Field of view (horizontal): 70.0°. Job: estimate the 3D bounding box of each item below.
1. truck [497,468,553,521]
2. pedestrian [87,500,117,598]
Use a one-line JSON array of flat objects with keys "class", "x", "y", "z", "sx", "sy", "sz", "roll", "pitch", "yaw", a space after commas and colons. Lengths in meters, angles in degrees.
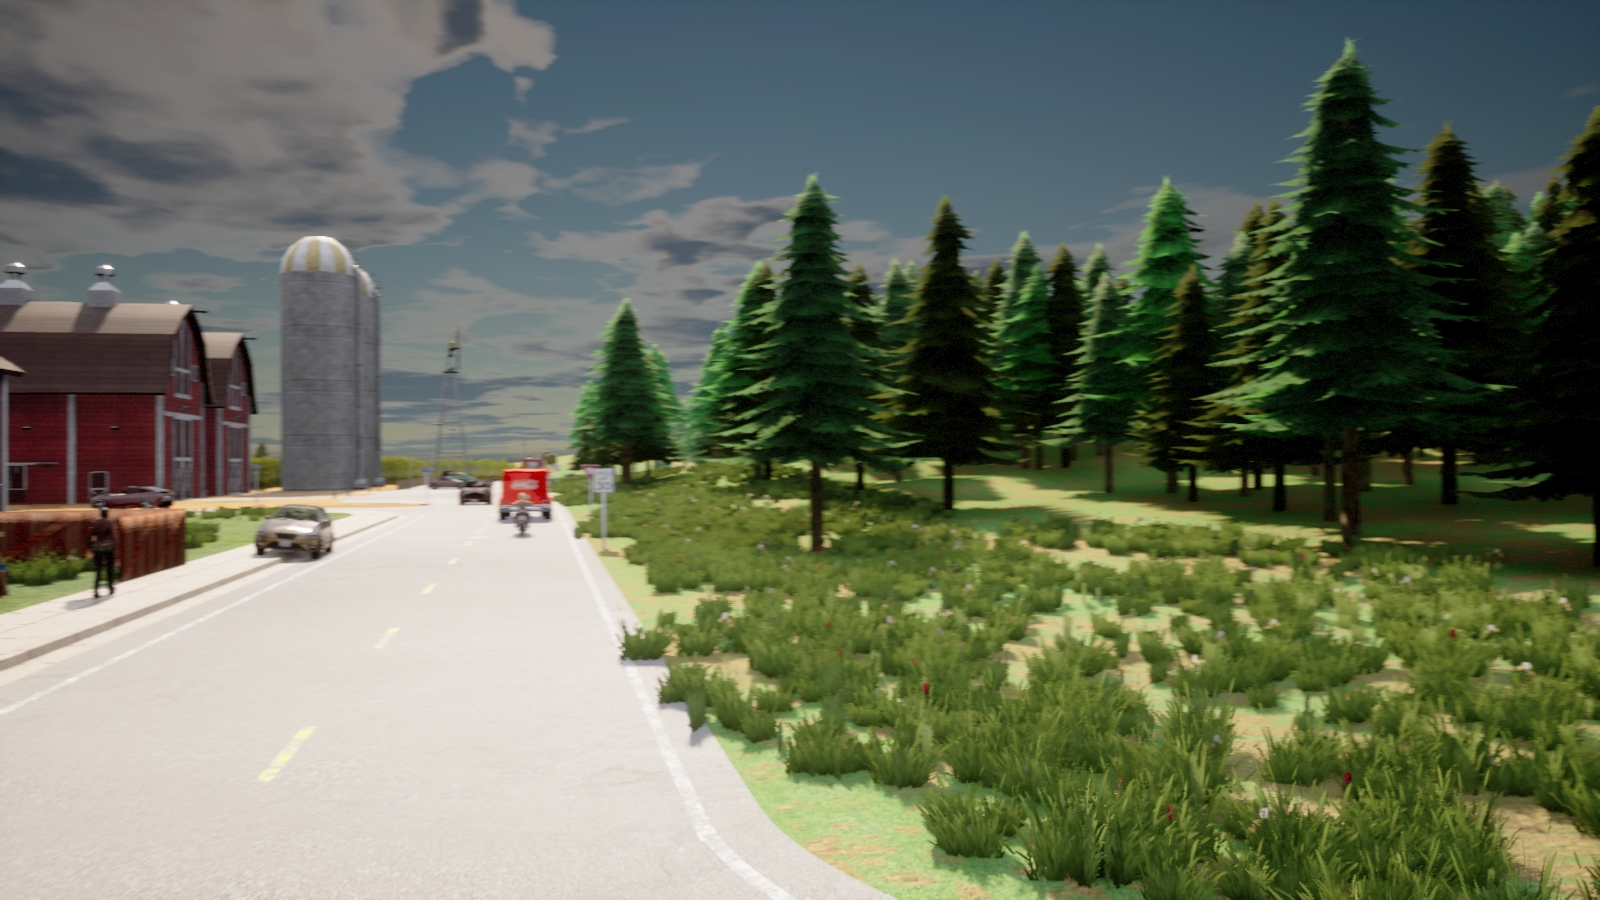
[{"class": "truck", "x": -13.760, "y": 2.151, "z": 57.330, "sx": 2.627, "sy": 2.467, "sz": 5.204, "roll": 0, "pitch": 0, "yaw": -13}, {"class": "pedestrian", "x": -13.585, "y": 1.917, "z": 22.244, "sx": 0.375, "sy": 1.860, "sz": 0.375, "roll": 0, "pitch": -1, "yaw": -11}]
